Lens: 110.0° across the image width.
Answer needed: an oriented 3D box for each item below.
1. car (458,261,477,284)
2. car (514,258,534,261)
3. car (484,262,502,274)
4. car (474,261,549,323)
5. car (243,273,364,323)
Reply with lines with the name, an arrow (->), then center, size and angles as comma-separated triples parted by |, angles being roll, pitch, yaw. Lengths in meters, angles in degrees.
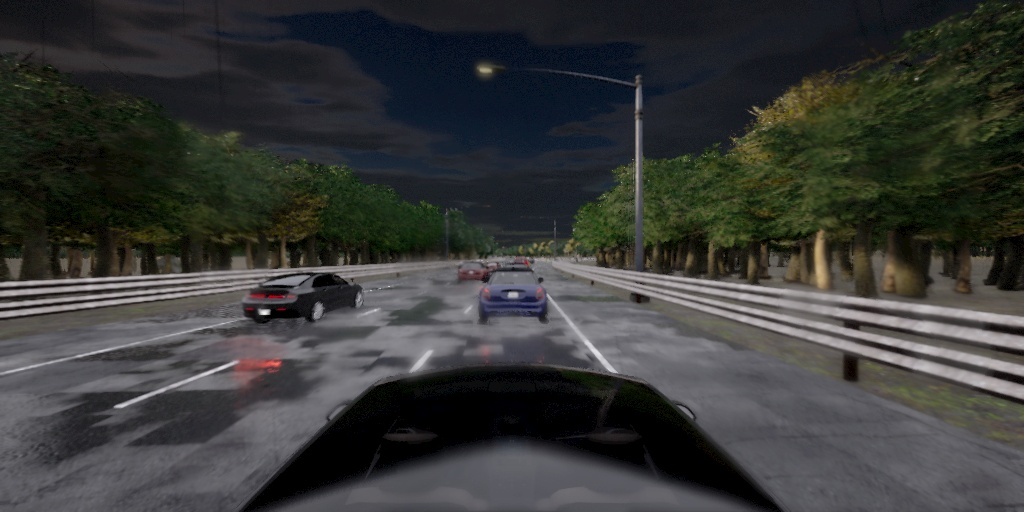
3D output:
car -> -3.001, 1.240, 28.996 | 2.097, 1.767, 4.553 | 0, 0, 2
car -> 0.264, 1.221, 24.014 | 2.097, 1.767, 4.553 | 0, 0, 1
car -> -2.388, 1.485, 45.744 | 1.812, 1.442, 4.674 | 0, 0, 3
car -> 0.069, 1.162, 12.518 | 2.097, 1.767, 4.553 | 0, 0, 1
car -> -6.834, 1.309, 12.362 | 1.837, 1.490, 4.892 | 0, 0, 1
